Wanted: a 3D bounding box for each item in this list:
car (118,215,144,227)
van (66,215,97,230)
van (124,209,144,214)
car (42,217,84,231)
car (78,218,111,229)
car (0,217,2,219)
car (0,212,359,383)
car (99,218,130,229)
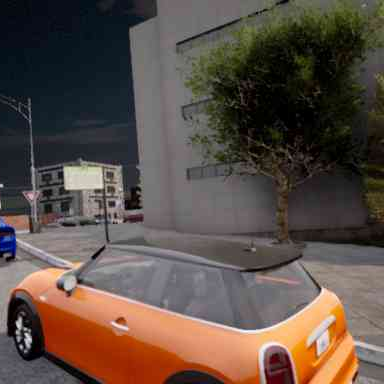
[{"bbox_3d":[-10.334,4.993,56.879,2.097,1.767,4.553,-7,-8,24],"label":"car"},{"bbox_3d":[-17.452,4.829,52.562,4.442,1.987,1.878,-6,-7,24],"label":"van"},{"bbox_3d":[-7.071,3.354,45.194,4.442,1.987,1.878,-6,-7,24],"label":"van"},{"bbox_3d":[-16.597,4.074,43.160,2.128,1.511,4.902,-7,-6,25],"label":"car"},{"bbox_3d":[-16.193,5.254,55.012,5.008,1.535,2.097,-6,-7,24],"label":"car"},{"bbox_3d":[-7.185,1.373,10.760,1.882,1.535,5.008,-2,1,-41],"label":"car"},{"bbox_3d":[-0.487,1.342,4.294,4.553,1.767,2.097,0,0,39],"label":"car"},{"bbox_3d":[-14.002,5.749,60.263,5.366,1.575,1.946,-6,-8,24],"label":"car"}]
